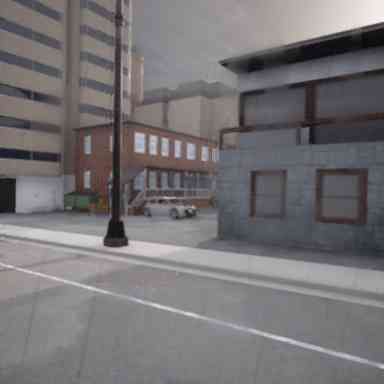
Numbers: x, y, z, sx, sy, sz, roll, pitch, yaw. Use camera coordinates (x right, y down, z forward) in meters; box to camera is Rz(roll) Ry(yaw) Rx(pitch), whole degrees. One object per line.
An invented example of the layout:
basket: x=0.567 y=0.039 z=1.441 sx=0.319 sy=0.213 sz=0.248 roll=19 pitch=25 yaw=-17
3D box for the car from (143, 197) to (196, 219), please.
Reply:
car: x=-1.638 y=1.109 z=24.039 sx=3.806 sy=1.475 sz=1.970 roll=0 pitch=0 yaw=36

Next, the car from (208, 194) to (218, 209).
car: x=3.945 y=0.762 z=30.002 sx=5.027 sy=1.636 sz=2.152 roll=2 pitch=1 yaw=36
